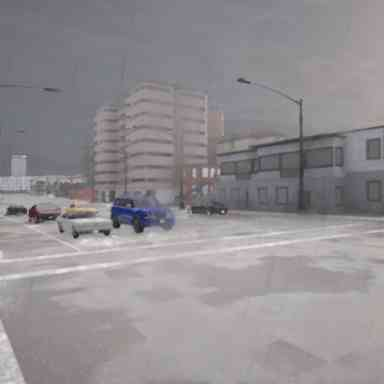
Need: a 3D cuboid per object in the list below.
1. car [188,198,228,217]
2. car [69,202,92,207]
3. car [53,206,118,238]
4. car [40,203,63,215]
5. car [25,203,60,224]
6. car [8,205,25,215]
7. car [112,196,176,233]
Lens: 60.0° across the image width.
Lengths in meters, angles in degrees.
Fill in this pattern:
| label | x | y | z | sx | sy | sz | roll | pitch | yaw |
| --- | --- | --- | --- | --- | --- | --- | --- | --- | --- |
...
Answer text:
| label | x | y | z | sx | sy | sz | roll | pitch | yaw |
| --- | --- | --- | --- | --- | --- | --- | --- | --- | --- |
| car | 1.457 | 1.603 | 32.476 | 1.837 | 1.490 | 4.892 | 0 | -1 | -35 |
| car | -10.095 | 1.732 | 30.564 | 1.882 | 1.535 | 5.008 | 0 | -1 | -34 |
| car | -5.950 | 1.664 | 18.184 | 1.895 | 1.301 | 4.718 | 0 | -1 | -34 |
| car | -17.765 | 2.120 | 41.944 | 1.994 | 1.385 | 4.181 | 0 | -1 | -34 |
| car | -12.143 | 1.718 | 27.345 | 1.882 | 1.535 | 5.008 | 0 | -1 | -34 |
| car | -22.014 | 2.228 | 42.001 | 1.895 | 1.301 | 4.718 | 0 | -1 | -34 |
| car | -3.158 | 1.269 | 20.302 | 2.150 | 2.045 | 5.566 | 0 | -1 | -34 |
